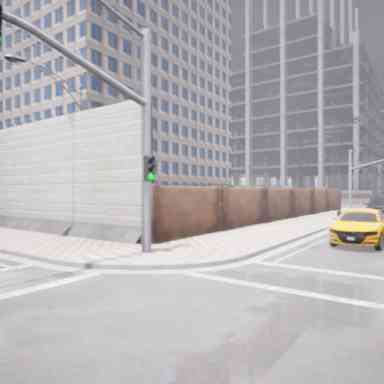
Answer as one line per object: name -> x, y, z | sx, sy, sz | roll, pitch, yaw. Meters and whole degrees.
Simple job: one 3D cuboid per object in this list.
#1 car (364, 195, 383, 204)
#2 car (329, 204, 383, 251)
car -> 13.238, 1.235, 22.777 | 2.150, 2.045, 5.566 | 0, 0, 35
car -> 7.478, 1.498, 14.681 | 1.882, 1.535, 5.008 | 0, 0, 35
